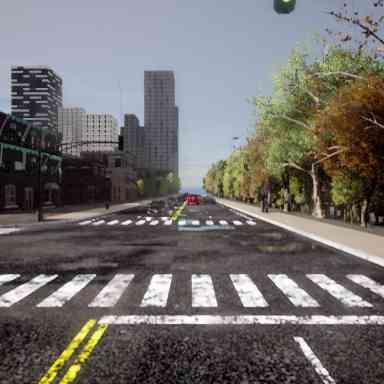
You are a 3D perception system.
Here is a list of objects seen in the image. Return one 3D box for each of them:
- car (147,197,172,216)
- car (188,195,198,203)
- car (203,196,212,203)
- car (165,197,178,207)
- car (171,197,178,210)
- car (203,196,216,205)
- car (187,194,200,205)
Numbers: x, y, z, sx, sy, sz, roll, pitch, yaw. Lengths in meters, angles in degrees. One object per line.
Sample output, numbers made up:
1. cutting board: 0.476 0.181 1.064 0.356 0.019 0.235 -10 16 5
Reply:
1. car: -3.286 1.558 33.025 1.837 1.490 4.892 0 0 0
2. car: 0.155 1.466 72.740 2.097 1.767 4.553 0 0 0
3. car: 3.394 1.612 73.041 1.837 1.490 4.892 0 0 0
4. car: -3.232 1.588 53.385 1.837 1.490 4.892 0 0 0
5. car: -3.261 1.633 42.956 1.994 1.385 4.181 0 0 0
6. car: 3.475 1.662 63.085 1.994 1.385 4.181 0 0 0
7. car: 0.221 1.318 62.173 2.150 2.045 5.566 0 0 1
